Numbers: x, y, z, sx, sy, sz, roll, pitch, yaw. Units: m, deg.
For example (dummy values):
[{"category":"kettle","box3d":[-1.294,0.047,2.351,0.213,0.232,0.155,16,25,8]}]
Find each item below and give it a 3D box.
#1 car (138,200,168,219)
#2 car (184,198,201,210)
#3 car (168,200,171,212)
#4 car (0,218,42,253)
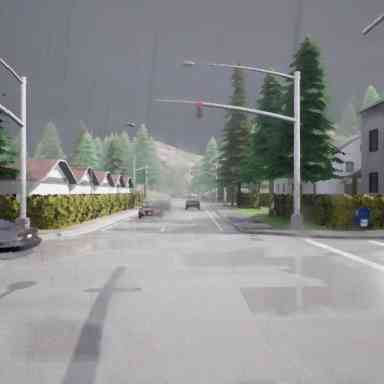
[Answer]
[{"category":"car","box3d":[-3.501,1.572,29.336,1.994,1.385,4.181,0,0,0]},{"category":"car","box3d":[0.100,1.516,43.303,1.837,1.490,4.892,0,0,0]},{"category":"car","box3d":[-3.501,1.611,39.331,1.895,1.301,4.718,0,0,0]},{"category":"car","box3d":[-8.270,1.475,11.816,5.357,1.411,2.033,3,0,0]}]
